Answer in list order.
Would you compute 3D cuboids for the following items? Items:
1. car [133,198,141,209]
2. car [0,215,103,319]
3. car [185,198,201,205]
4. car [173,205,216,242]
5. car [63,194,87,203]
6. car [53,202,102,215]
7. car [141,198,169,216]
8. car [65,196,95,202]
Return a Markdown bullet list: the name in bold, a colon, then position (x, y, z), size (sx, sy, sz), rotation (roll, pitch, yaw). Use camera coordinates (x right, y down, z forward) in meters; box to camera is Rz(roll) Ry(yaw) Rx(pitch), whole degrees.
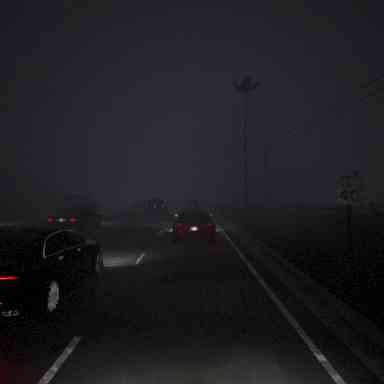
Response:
- **car**: position (-6.906, 1.557, 45.975), size (1.994, 1.385, 4.181), rotation (0, 0, 0)
- **car**: position (-3.401, 1.503, 7.369), size (1.837, 1.490, 4.892), rotation (0, 0, 0)
- **car**: position (0.095, 1.472, 41.249), size (1.882, 1.535, 5.008), rotation (0, 0, 0)
- **car**: position (0.098, 1.561, 16.394), size (1.994, 1.385, 4.181), rotation (0, 0, 0)
- **car**: position (-13.906, 1.217, 40.743), size (2.150, 2.045, 5.566), rotation (0, 0, 0)
- **car**: position (-6.941, 1.545, 20.187), size (2.033, 1.411, 5.357), rotation (0, 0, 0)
- **car**: position (-3.404, 1.348, 32.804), size (2.097, 1.767, 4.553), rotation (0, 0, 0)
- **car**: position (-10.404, 1.473, 32.757), size (1.882, 1.535, 5.008), rotation (0, 0, 0)
